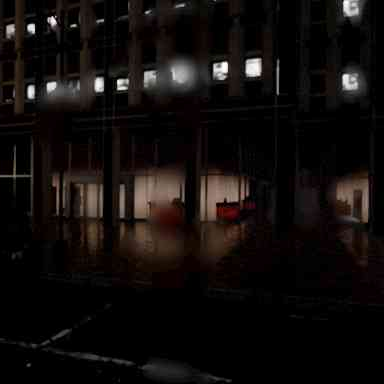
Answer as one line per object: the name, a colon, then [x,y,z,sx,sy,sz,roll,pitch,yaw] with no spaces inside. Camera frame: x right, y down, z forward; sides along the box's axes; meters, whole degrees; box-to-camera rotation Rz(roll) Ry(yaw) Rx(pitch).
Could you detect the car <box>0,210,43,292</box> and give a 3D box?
car: [-5.656,1.312,7.212,5.009,1.841,2.192,0,1,19]
